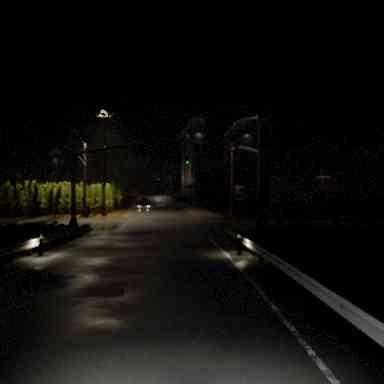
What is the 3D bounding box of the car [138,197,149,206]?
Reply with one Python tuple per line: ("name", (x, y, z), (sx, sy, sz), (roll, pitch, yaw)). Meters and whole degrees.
("car", (-8.951, 1.803, 62.163), (1.837, 1.490, 4.892), (0, 1, -7))
